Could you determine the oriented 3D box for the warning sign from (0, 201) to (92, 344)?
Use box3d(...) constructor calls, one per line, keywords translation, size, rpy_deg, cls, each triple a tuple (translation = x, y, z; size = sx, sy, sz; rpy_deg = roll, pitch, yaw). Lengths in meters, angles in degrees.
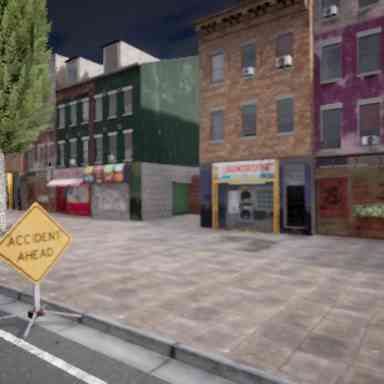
box3d(translation=(-2.482, 1.097, 5.288), size=(1.060, 1.860, 1.300), rpy_deg=(-1, 0, 36), cls="warning sign")
